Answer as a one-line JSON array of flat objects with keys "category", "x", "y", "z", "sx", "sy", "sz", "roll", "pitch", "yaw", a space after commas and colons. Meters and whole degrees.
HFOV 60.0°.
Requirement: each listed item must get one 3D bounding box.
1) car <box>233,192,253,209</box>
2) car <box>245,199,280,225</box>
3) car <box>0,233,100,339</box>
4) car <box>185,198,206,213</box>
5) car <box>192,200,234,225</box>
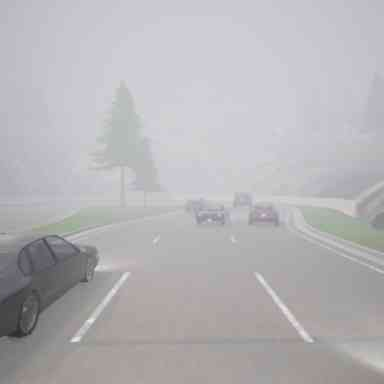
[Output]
[{"category": "car", "x": 6.247, "y": 1.037, "z": 40.780, "sx": 2.150, "sy": 2.045, "sz": 5.566, "roll": 1, "pitch": 1, "yaw": 12}, {"category": "car", "x": 5.072, "y": 1.458, "z": 23.197, "sx": 1.994, "sy": 1.385, "sz": 4.181, "roll": 0, "pitch": 0, "yaw": 14}, {"category": "car", "x": -3.392, "y": 1.518, "z": 6.475, "sx": 2.033, "sy": 1.411, "sz": 5.357, "roll": 0, "pitch": 0, "yaw": 0}, {"category": "car", "x": 0.703, "y": 1.338, "z": 33.542, "sx": 2.128, "sy": 1.511, "sz": 4.902, "roll": 0, "pitch": 0, "yaw": 16}, {"category": "car", "x": 1.572, "y": 1.495, "z": 23.181, "sx": 1.895, "sy": 1.301, "sz": 4.718, "roll": 0, "pitch": 0, "yaw": 12}]
